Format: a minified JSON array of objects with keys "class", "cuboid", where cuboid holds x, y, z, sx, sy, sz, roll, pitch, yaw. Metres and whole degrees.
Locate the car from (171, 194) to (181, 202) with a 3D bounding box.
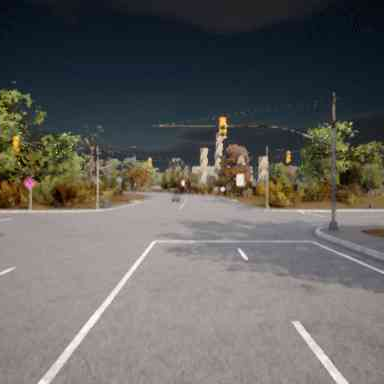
[{"class":"car","cuboid":[-3.111,1.252,65.188,1.837,1.490,4.892,0,1,0]}]
